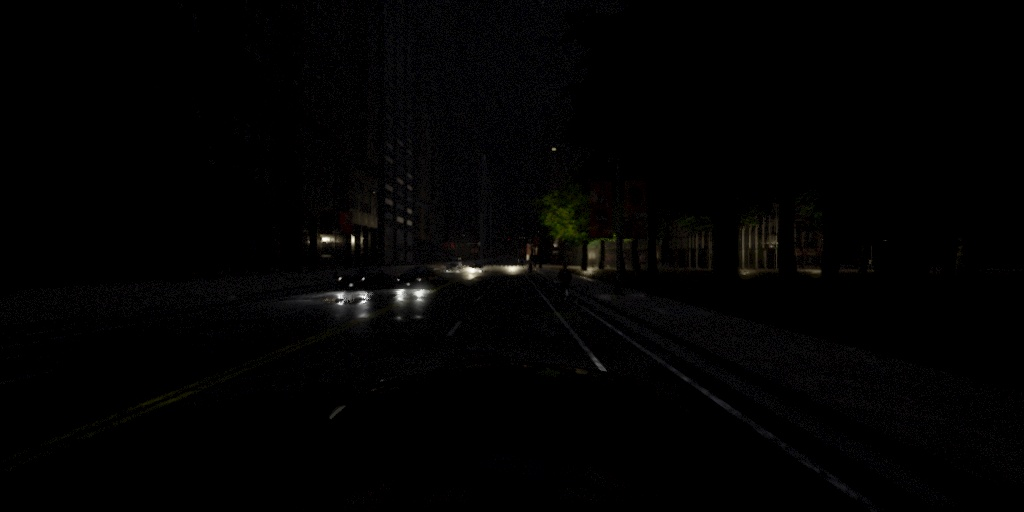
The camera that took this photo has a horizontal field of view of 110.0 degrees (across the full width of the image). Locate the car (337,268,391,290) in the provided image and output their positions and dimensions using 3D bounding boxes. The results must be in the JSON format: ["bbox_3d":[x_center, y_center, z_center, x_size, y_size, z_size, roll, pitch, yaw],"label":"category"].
[{"bbox_3d":[-9.850,1.491,24.181,1.895,1.301,4.718,0,0,0],"label":"car"}]

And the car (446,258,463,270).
[{"bbox_3d":[-9.783,1.361,61.230,2.150,2.045,5.566,0,0,1],"label":"car"}]

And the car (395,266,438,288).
[{"bbox_3d":[-6.600,1.445,25.509,2.033,1.411,5.357,0,0,0],"label":"car"}]

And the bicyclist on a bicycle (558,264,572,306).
[{"bbox_3d":[2.249,1.211,15.421,0.659,1.776,1.843,0,1,0],"label":"bicyclist on a bicycle"}]

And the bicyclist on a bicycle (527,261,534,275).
[{"bbox_3d":[2.250,1.462,43.587,0.866,1.612,1.509,0,0,0],"label":"bicyclist on a bicycle"}]
